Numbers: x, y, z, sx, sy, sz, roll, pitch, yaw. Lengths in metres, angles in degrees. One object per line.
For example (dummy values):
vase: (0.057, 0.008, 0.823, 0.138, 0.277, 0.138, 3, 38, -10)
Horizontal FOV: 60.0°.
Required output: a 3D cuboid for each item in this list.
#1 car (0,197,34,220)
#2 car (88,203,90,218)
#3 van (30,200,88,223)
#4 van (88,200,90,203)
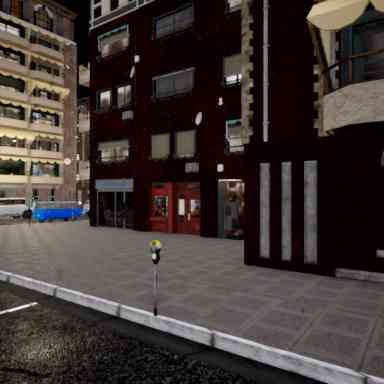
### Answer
car: (-17.162, 1.538, 30.568, 2.150, 2.045, 5.566, 0, 0, 34)
car: (-8.306, 2.037, 33.083, 1.947, 1.339, 4.313, -1, -2, 35)
van: (-11.375, 1.705, 28.473, 1.690, 1.788, 3.998, -1, -2, 35)
van: (-11.940, 1.906, 42.394, 1.690, 1.788, 3.998, -1, -2, 35)
